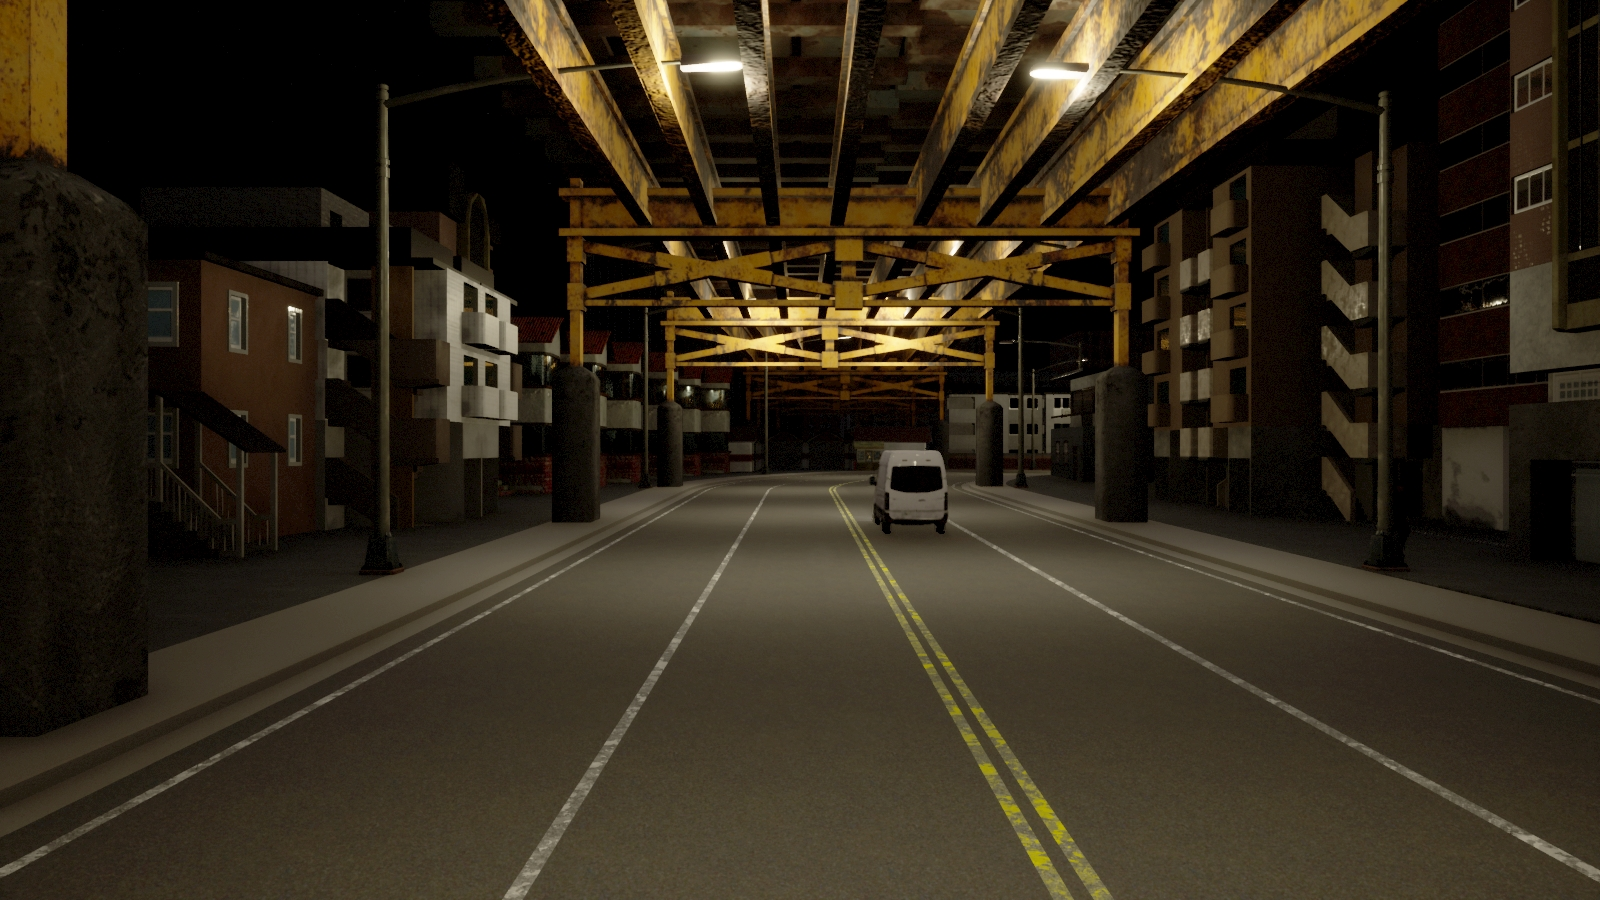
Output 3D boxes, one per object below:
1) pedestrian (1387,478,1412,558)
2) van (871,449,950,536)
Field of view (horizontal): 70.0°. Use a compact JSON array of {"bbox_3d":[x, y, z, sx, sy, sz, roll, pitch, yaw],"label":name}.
[{"bbox_3d":[14.169,1.605,27.018,0.375,1.860,0.375,0,0,-10],"label":"pedestrian"},{"bbox_3d":[3.515,1.279,37.415,1.988,2.561,5.915,0,1,0],"label":"van"}]
